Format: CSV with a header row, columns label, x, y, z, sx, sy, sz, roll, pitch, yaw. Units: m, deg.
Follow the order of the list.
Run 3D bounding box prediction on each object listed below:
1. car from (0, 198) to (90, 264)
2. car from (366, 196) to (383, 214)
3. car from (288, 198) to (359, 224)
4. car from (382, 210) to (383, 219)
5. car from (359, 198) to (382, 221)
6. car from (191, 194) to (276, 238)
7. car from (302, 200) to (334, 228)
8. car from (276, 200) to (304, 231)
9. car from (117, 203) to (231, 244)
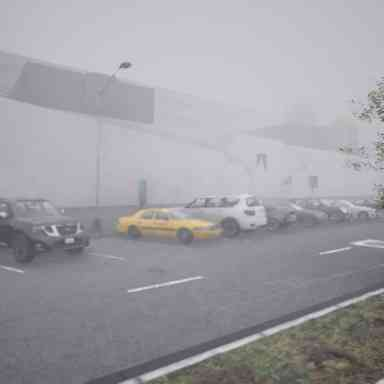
label,x,y,z,sx,sy,sz,roll,pitch,yaw
car,-6.159,1.232,12.144,5.566,2.045,2.435,-1,-1,35
car,18.289,1.131,29.568,4.792,1.488,2.163,-1,0,34
car,8.461,1.174,22.633,4.553,1.767,2.185,-1,0,35
car,13.379,1.205,26.091,5.008,1.535,2.097,-1,0,35
car,10.931,1.294,24.358,4.674,1.452,2.002,-1,0,35
car,1.124,1.162,17.398,5.566,2.045,2.435,-1,0,35
car,6.046,1.385,20.876,4.674,1.452,2.002,-1,-1,35
car,3.570,1.409,19.139,4.792,1.488,2.163,-1,0,35
car,-1.142,1.434,15.537,5.366,1.575,1.946,-1,-1,34
